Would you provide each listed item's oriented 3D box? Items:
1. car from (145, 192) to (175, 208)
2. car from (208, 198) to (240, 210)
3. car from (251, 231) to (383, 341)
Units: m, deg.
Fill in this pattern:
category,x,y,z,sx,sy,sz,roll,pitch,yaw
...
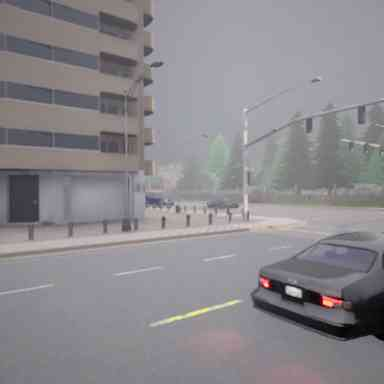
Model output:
category,x,y,z,sx,sy,sz,roll,pitch,yaw
car,-4.484,1.056,45.212,2.150,2.045,5.566,-1,0,-36
car,3.751,1.366,39.845,1.994,1.385,4.181,-1,0,-36
car,3.539,1.485,6.339,5.357,1.411,2.033,-1,0,-35
